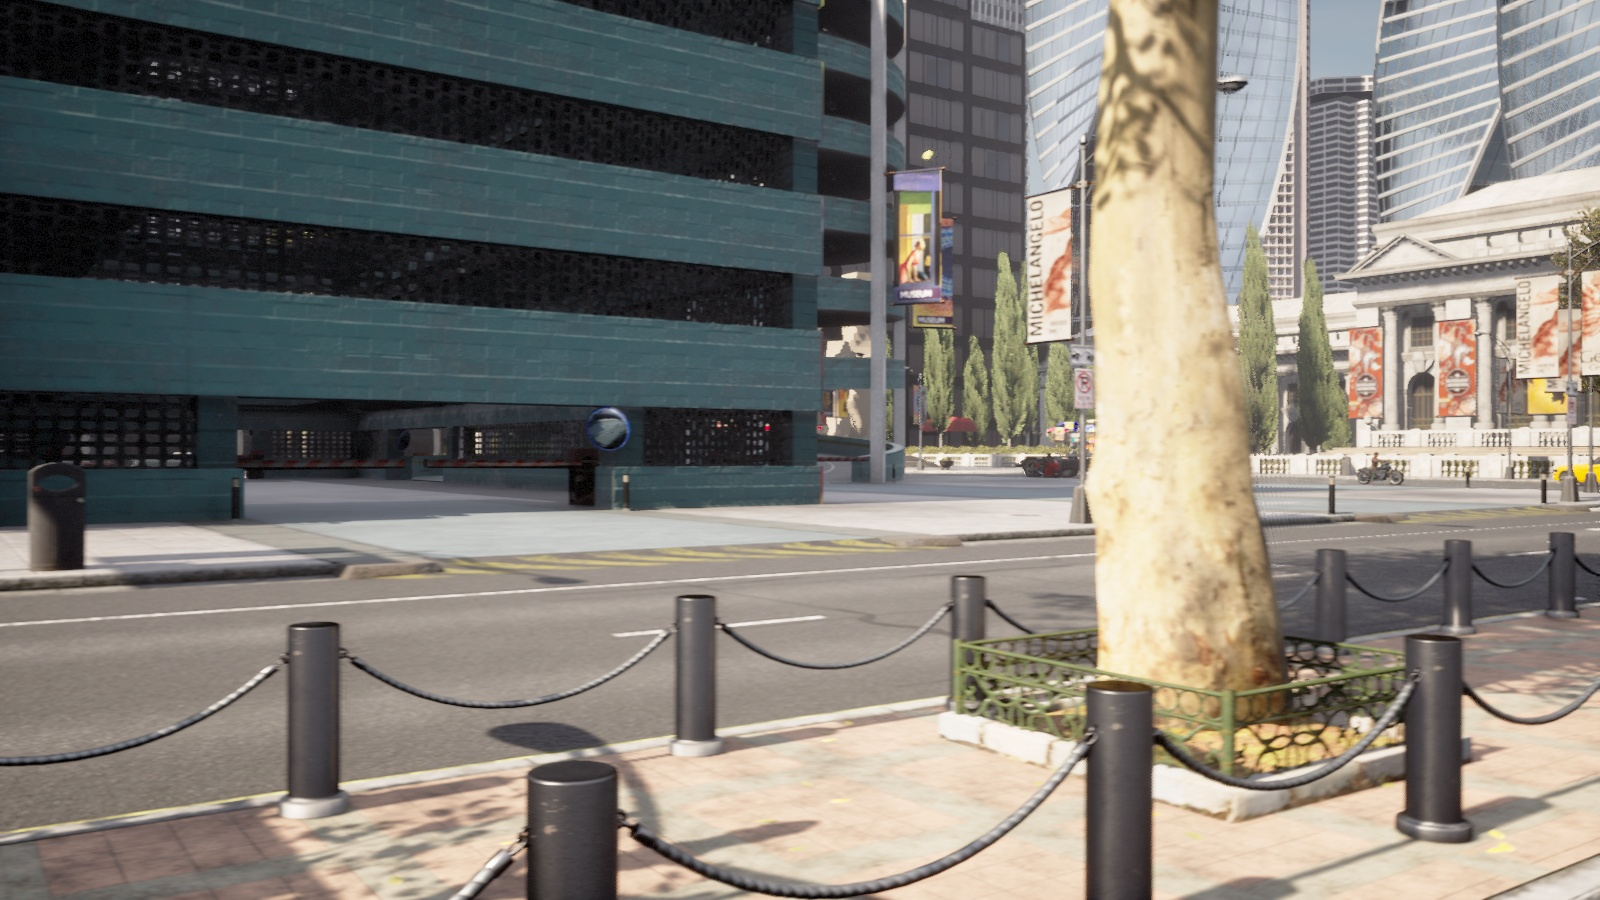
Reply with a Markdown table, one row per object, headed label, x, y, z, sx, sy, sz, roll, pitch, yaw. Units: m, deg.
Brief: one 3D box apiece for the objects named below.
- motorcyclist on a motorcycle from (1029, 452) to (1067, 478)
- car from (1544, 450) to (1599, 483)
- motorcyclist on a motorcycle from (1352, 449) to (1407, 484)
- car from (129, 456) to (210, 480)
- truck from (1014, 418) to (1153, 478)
| label | x | y | z | sx | sy | sz | roll | pitch | yaw |
| --- | --- | --- | --- | --- | --- | --- | --- | --- | --- |
| motorcyclist on a motorcycle | 14.573 | 0.877 | 73.815 | 0.797 | 1.523 | 2.044 | -1 | 0 | -44 |
| car | 38.069 | 0.787 | 59.006 | 1.882 | 1.535 | 5.008 | 0 | 0 | -35 |
| motorcyclist on a motorcycle | 28.159 | 0.785 | 61.036 | 0.766 | 1.649 | 2.350 | 0 | 0 | -35 |
| car | -38.627 | 1.079 | 77.001 | 4.181 | 1.385 | 1.994 | 0 | 0 | -35 |
| truck | 17.120 | -0.086 | 76.240 | 7.936 | 3.462 | 2.891 | 0 | 0 | 44 |
